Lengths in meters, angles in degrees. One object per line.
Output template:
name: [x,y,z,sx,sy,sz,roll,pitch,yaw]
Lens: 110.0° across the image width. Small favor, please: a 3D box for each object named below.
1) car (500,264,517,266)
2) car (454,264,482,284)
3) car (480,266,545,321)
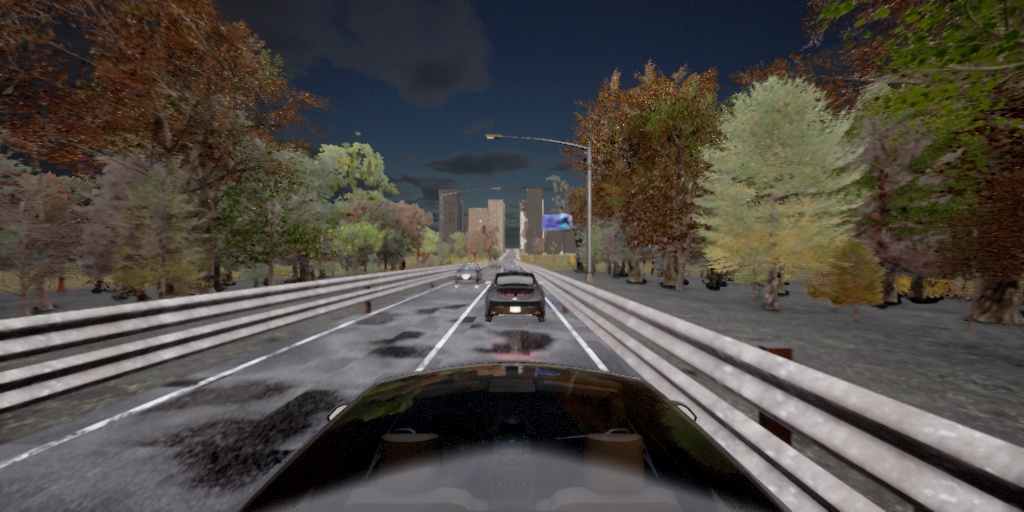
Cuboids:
car: [0.099,1.517,33.382,1.895,1.301,4.718,0,0,0]
car: [-3.347,1.367,28.448,2.128,1.511,4.902,0,-1,0]
car: [0.097,1.273,12.549,1.837,1.490,4.892,0,0,0]
